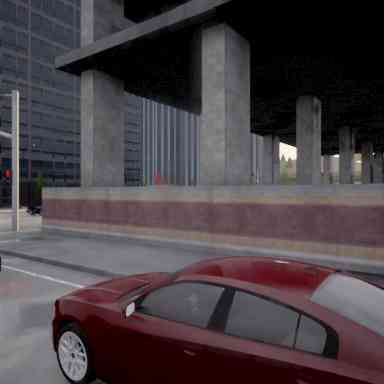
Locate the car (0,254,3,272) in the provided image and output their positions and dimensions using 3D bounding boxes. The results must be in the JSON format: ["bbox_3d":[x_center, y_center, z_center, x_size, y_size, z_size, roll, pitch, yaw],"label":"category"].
[{"bbox_3d":[-6.887,1.564,8.850,4.181,1.385,1.994,0,0,36],"label":"car"}]

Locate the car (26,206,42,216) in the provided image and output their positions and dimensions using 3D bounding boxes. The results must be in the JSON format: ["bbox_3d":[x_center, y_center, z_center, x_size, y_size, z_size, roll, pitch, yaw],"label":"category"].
[{"bbox_3d":[-14.083,1.656,33.517,1.895,1.301,4.718,0,0,36],"label":"car"}]

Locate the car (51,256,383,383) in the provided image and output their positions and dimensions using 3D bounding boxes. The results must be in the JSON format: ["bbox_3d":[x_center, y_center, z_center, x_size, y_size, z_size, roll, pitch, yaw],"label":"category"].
[{"bbox_3d":[0.460,1.478,3.662,5.008,1.535,1.882,0,0,35],"label":"car"}]
